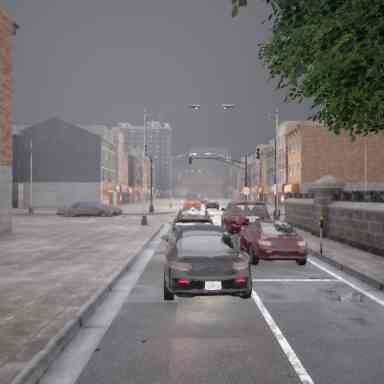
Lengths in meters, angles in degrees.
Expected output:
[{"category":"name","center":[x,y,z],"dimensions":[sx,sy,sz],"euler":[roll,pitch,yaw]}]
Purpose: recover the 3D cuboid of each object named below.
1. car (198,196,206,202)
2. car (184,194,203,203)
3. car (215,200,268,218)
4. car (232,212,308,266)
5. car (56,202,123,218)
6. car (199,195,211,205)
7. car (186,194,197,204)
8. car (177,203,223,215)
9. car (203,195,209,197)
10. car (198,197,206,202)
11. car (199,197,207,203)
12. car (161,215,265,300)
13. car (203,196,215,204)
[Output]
[{"category":"car","center":[2.487,1.779,86.742],"dimensions":[2.008,1.369,4.403],"euler":[0,0,0]},{"category":"car","center":[0.039,1.418,42.690],"dimensions":[2.097,1.767,4.553],"euler":[0,0,0]},{"category":"car","center":[2.618,1.329,16.814],"dimensions":[2.192,1.841,5.009],"euler":[1,0,0]},{"category":"car","center":[2.624,1.590,11.364],"dimensions":[1.802,1.307,4.206],"euler":[1,0,0]},{"category":"car","center":[-8.684,1.550,28.374],"dimensions":[5.357,1.411,2.033],"euler":[0,-1,0]},{"category":"car","center":[2.529,1.452,64.993],"dimensions":[2.192,1.841,5.009],"euler":[1,0,0]},{"category":"car","center":[-0.024,1.373,68.801],"dimensions":[2.150,2.045,5.566],"euler":[0,0,0]},{"category":"car","center":[0.049,1.504,15.699],"dimensions":[2.128,1.511,4.902],"euler":[0,0,0]},{"category":"car","center":[2.537,1.662,59.555],"dimensions":[1.887,1.381,4.507],"euler":[1,0,0]},{"category":"car","center":[2.497,1.786,81.305],"dimensions":[1.802,1.307,4.206],"euler":[0,0,0]},{"category":"car","center":[2.507,1.762,75.867],"dimensions":[1.802,1.307,4.206],"euler":[0,0,0]},{"category":"car","center":[0.221,1.531,8.315],"dimensions":[1.812,1.442,4.674],"euler":[0,0,-4]},{"category":"car","center":[2.567,1.613,43.243],"dimensions":[1.887,1.381,4.507],"euler":[1,0,0]}]
